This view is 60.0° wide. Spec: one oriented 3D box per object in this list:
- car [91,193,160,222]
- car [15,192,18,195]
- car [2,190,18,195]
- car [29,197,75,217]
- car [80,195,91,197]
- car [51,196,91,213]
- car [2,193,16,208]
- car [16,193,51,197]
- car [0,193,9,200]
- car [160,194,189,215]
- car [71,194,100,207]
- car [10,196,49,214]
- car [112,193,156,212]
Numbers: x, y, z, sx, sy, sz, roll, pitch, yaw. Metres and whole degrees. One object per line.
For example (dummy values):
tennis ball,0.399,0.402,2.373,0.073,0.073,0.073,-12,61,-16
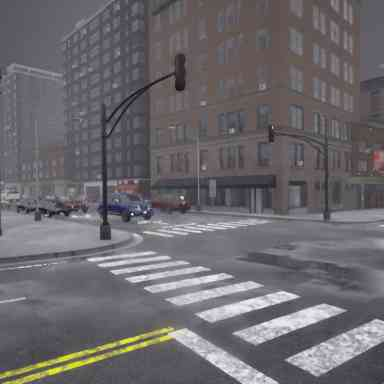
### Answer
car,-5.297,1.089,25.873,2.150,2.045,5.566,-1,1,-44
car,-29.191,1.043,58.898,1.802,1.307,4.206,0,1,-44
car,-31.865,0.710,57.953,2.150,2.045,5.566,-1,1,-44
car,-12.344,1.417,29.211,1.947,1.339,4.313,0,1,-44
car,-10.315,1.342,35.668,1.895,1.301,4.718,-1,1,-44
car,-12.060,1.394,32.872,1.895,1.301,4.718,-1,1,-44
car,-23.708,1.247,40.964,1.752,1.417,4.829,0,1,-44
car,-19.329,1.215,40.410,1.837,1.490,4.892,-1,1,-44
car,-40.676,0.884,70.775,1.947,1.339,4.313,0,1,-44
car,-2.391,1.087,31.180,2.192,1.841,5.009,0,1,-44
car,-13.877,1.083,43.059,1.967,1.590,4.097,0,1,-44
car,-16.172,1.374,33.170,1.947,1.339,4.313,0,1,-44
car,-6.219,1.044,35.139,2.192,1.841,5.009,0,1,-44
